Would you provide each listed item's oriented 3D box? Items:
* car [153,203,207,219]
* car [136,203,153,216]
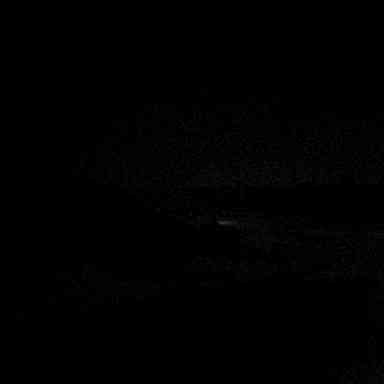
[{"bbox_3d":[-0.968,1.758,29.377,2.033,1.411,5.357,1,0,-35],"label":"car"},{"bbox_3d":[-3.809,1.815,33.527,1.895,1.301,4.718,1,-1,-36],"label":"car"}]
